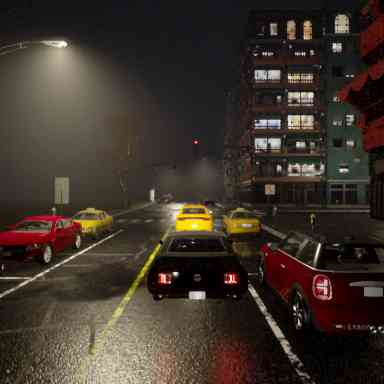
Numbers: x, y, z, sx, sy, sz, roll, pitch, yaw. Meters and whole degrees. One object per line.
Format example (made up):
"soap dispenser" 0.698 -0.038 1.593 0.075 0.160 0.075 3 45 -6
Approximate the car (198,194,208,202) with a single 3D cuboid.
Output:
"car" 2.585 1.338 78.567 2.192 1.841 5.009 1 0 0

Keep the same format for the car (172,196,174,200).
"car" -5.297 1.334 66.762 2.192 1.841 5.009 1 0 0

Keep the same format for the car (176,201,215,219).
"car" 0.104 1.482 18.417 1.882 1.535 5.008 0 0 0

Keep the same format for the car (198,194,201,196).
"car" 2.581 1.587 72.905 1.947 1.339 4.313 1 0 0

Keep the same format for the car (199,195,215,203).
"car" 2.579 1.565 50.261 2.008 1.369 4.403 1 0 0

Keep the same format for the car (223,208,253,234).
"car" 2.576 1.530 17.917 1.752 1.417 4.829 1 0 0

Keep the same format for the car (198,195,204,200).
"car" 2.584 1.555 95.720 1.752 1.417 4.829 1 0 0

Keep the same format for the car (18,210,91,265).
"car" -5.305 1.548 11.785 1.887 1.381 4.507 1 0 0

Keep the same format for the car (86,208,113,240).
"car" -5.304 1.529 17.151 1.752 1.417 4.829 1 0 0

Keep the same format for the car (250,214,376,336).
"car" 2.576 1.442 6.658 1.967 1.590 4.097 1 0 0

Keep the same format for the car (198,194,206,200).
"car" 2.580 1.599 61.583 1.802 1.307 4.206 1 0 0

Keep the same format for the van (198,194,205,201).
"van" 2.585 1.369 89.889 1.690 1.788 3.998 1 0 0

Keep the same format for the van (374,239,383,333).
"van" 2.576 1.341 1.112 1.690 1.788 3.998 1 0 0

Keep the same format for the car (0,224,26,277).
"car" -5.306 1.552 6.248 2.008 1.369 4.403 1 0 0

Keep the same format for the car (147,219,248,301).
"car" 0.101 1.603 8.300 1.895 1.301 4.718 0 0 0

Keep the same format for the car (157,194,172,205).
"car" -5.299 1.457 61.107 1.967 1.590 4.097 1 0 0
